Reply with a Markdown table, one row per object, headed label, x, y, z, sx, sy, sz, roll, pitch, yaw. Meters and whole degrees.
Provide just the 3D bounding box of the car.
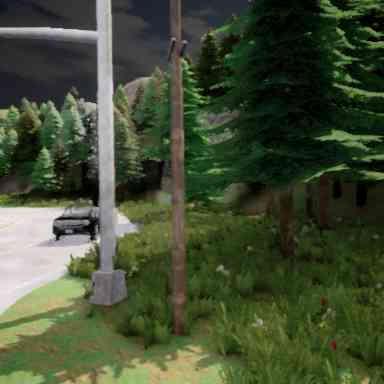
| label | x | y | z | sx | sy | sz | roll | pitch | yaw |
| --- | --- | --- | --- | --- | --- | --- | --- | --- | --- |
| car | -5.333 | 1.466 | 16.666 | 2.128 | 1.511 | 4.902 | -1 | 0 | -2 |
